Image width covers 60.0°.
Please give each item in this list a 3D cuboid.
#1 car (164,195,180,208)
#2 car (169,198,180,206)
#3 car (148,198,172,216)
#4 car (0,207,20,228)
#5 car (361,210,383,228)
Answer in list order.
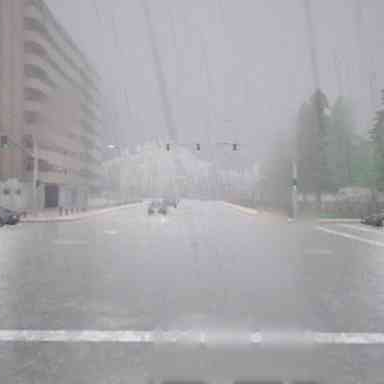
[{"bbox_3d":[-3.581,1.546,53.526,2.150,2.045,5.566,0,-1,0],"label":"car"},{"bbox_3d":[-3.498,2.017,68.326,1.994,1.385,4.181,0,0,0],"label":"car"},{"bbox_3d":[-3.595,1.705,35.611,2.128,1.511,4.902,0,0,0],"label":"car"},{"bbox_3d":[-13.890,1.645,22.344,4.181,1.385,1.994,0,0,0],"label":"car"},{"bbox_3d":[13.864,1.644,22.092,4.892,1.490,1.837,-2,0,2],"label":"car"}]
